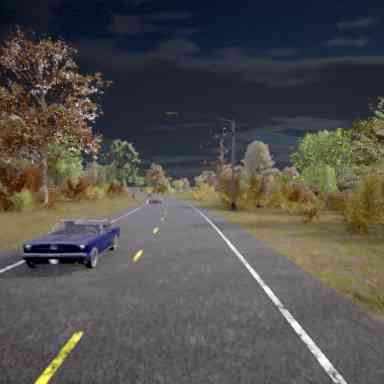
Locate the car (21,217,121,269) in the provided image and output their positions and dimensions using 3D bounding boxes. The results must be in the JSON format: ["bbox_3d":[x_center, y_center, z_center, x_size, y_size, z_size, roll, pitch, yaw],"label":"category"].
[{"bbox_3d":[-3.727,1.551,11.099,1.895,1.301,4.718,0,0,-1],"label":"car"}]

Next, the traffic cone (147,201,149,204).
[{"bbox_3d":[-7.436,1.669,55.941,0.340,0.580,0.340,0,0,-5],"label":"traffic cone"}]

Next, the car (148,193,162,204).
[{"bbox_3d":[-5.949,1.075,54.140,2.097,1.767,4.553,0,0,-4],"label":"car"}]
